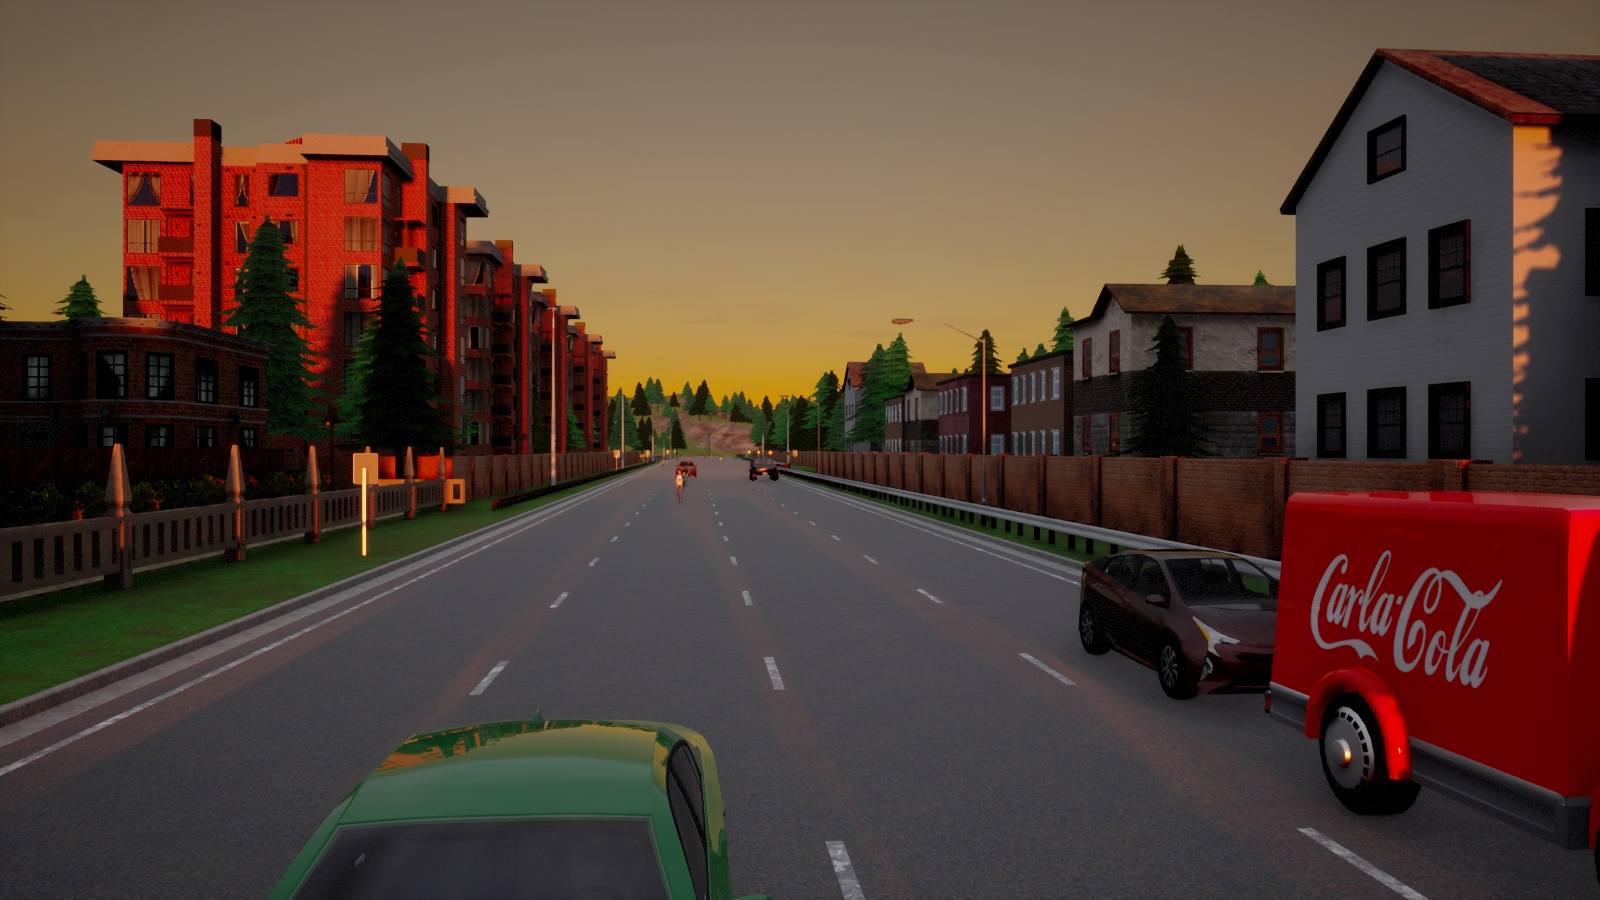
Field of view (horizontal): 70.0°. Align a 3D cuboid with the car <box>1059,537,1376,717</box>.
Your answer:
[{"bbox_3d":[4.945,2.040,14.354,2.007,1.525,4.514,0,0,-5],"label":"car"}]

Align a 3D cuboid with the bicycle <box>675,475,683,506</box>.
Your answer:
[{"bbox_3d":[-6.151,2.056,58.256,0.373,1.496,1.643,0,0,-5],"label":"bicycle"}]

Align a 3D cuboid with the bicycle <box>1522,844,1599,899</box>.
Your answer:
[{"bbox_3d":[2.623,2.056,2.959,0.373,1.496,1.643,0,0,-4],"label":"bicycle"}]

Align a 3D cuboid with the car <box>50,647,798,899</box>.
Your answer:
[{"bbox_3d":[-1.202,2.034,4.748,2.097,1.535,5.006,0,0,-5],"label":"car"}]

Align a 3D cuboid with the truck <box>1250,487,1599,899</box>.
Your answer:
[{"bbox_3d":[5.566,1.568,7.740,2.627,2.467,5.204,0,0,-5],"label":"truck"}]
